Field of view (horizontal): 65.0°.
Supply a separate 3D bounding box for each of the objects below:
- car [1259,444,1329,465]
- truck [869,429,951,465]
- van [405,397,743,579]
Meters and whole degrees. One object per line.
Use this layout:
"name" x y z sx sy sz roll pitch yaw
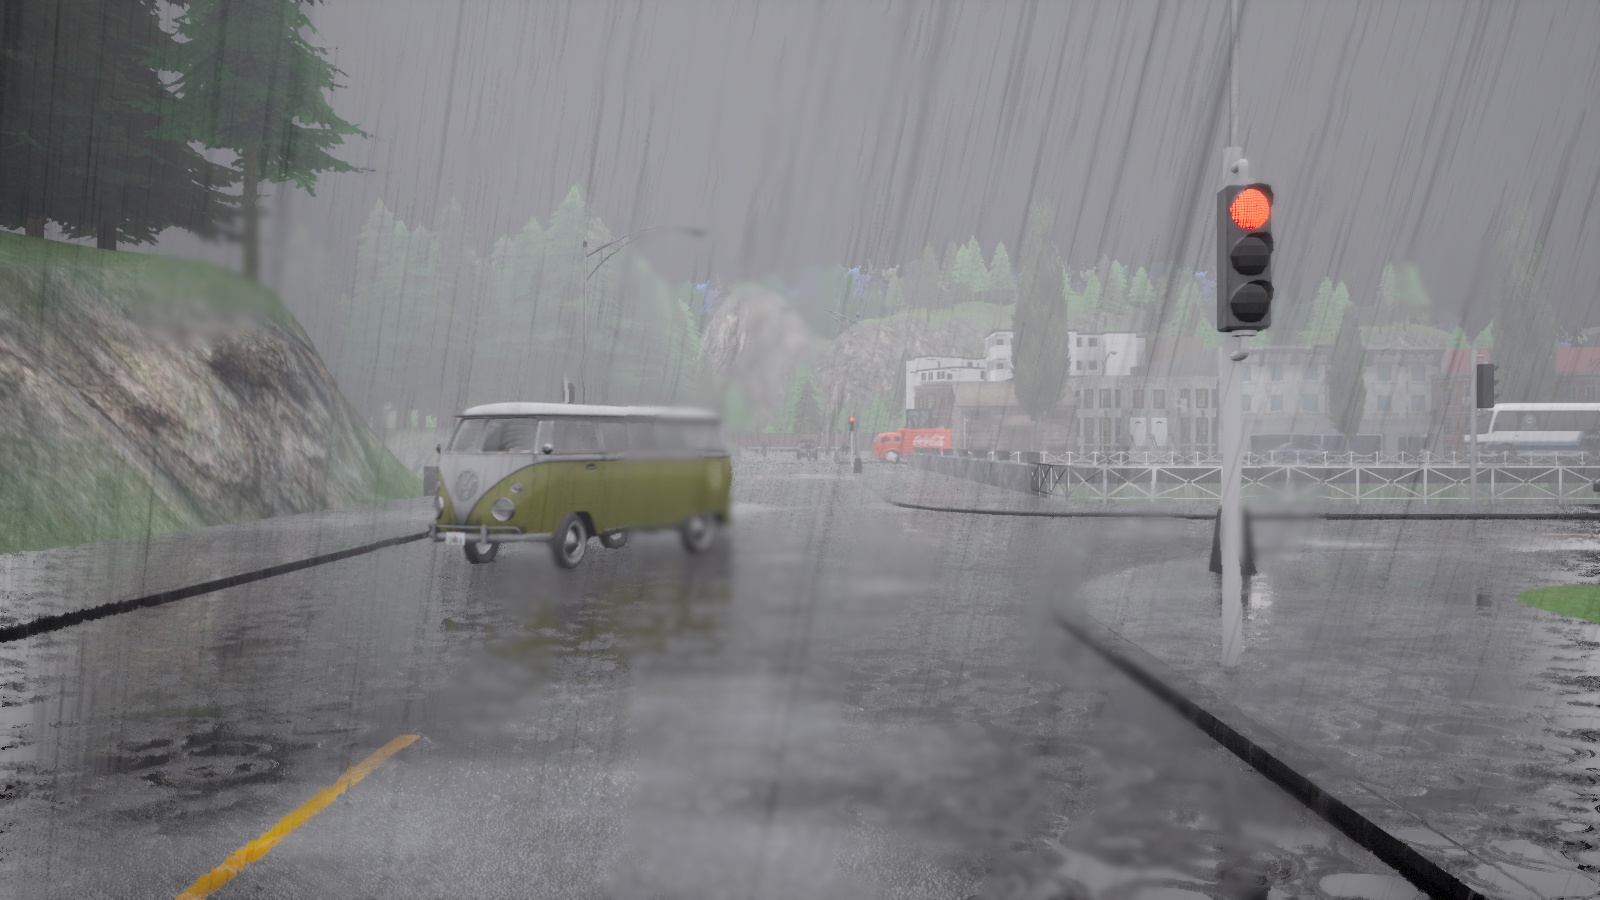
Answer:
"car" 34.540 0.292 87.910 4.193 1.474 1.816 0 0 0
"truck" 7.607 -0.226 86.954 5.204 2.467 2.627 0 1 -7
"van" -2.709 0.406 16.126 1.775 1.987 4.442 0 0 31
